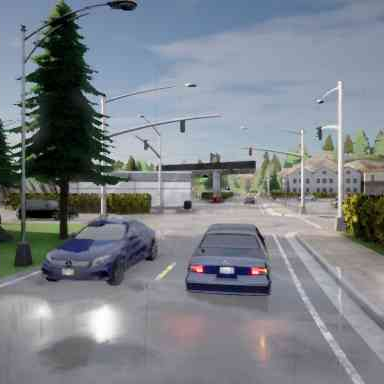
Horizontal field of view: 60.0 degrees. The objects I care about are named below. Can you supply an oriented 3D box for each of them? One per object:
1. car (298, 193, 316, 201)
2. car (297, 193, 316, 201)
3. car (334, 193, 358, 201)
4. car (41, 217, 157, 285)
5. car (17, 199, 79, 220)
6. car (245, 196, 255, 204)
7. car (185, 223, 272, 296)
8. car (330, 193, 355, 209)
[{"bbox_3d":[27.340,1.077,79.237,3.866,1.878,1.905,0,0,10],"label":"car"},{"bbox_3d":[26.159,1.361,76.070,3.806,1.475,1.970,0,0,10],"label":"car"},{"bbox_3d":[34.514,1.097,74.628,4.605,1.855,1.932,0,0,10],"label":"car"},{"bbox_3d":[-2.345,1.526,9.708,1.812,1.442,4.674,0,0,11],"label":"car"},{"bbox_3d":[-11.377,1.352,26.430,4.553,1.767,2.097,0,0,10],"label":"car"},{"bbox_3d":[10.982,1.491,63.076,2.128,1.511,4.902,0,0,10],"label":"car"},{"bbox_3d":[1.085,1.547,8.845,2.033,1.411,5.357,0,0,10],"label":"car"},{"bbox_3d":[20.231,1.330,42.329,5.027,1.636,2.152,0,0,10],"label":"car"}]
